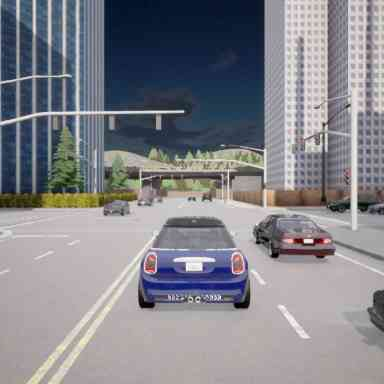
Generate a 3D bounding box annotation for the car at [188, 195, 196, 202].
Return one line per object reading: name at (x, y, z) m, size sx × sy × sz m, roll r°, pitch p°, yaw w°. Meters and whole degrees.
car at (-0.040, 1.501, 77.749) m, size 1.812 × 1.442 × 4.674 m, roll 0°, pitch 0°, yaw 0°

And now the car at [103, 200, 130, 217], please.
car at (-7.116, 1.507, 31.786) m, size 1.837 × 1.490 × 4.892 m, roll 0°, pitch -1°, yaw 0°

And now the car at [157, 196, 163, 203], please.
car at (-7.054, 1.492, 67.391) m, size 2.128 × 1.511 × 4.902 m, roll 0°, pitch 0°, yaw 0°

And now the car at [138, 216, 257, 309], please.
car at (0.055, 1.352, 8.059) m, size 2.097 × 1.767 × 4.553 m, roll 0°, pitch 0°, yaw 0°

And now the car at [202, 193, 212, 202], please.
car at (3.460, 1.203, 77.780) m, size 2.150 × 2.045 × 5.566 m, roll 0°, pitch 0°, yaw 0°

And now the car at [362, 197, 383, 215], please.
car at (20.003, 1.526, 33.134) m, size 4.674 × 1.442 × 1.812 m, roll 0°, pitch 0°, yaw 0°

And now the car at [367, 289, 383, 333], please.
car at (3.600, 1.547, 2.620) m, size 2.033 × 1.411 × 5.357 m, roll 0°, pitch 0°, yaw 0°

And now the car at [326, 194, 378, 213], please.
car at (17.825, 1.221, 36.667) m, size 5.566 × 2.045 × 2.150 m, roll 0°, pitch 0°, yaw 0°

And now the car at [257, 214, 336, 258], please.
car at (3.604, 1.547, 12.688) m, size 2.033 × 1.411 × 5.357 m, roll 0°, pitch 0°, yaw 1°

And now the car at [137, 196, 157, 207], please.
car at (-7.122, 1.491, 50.618) m, size 2.128 × 1.511 × 4.902 m, roll 0°, pitch 0°, yaw 0°
